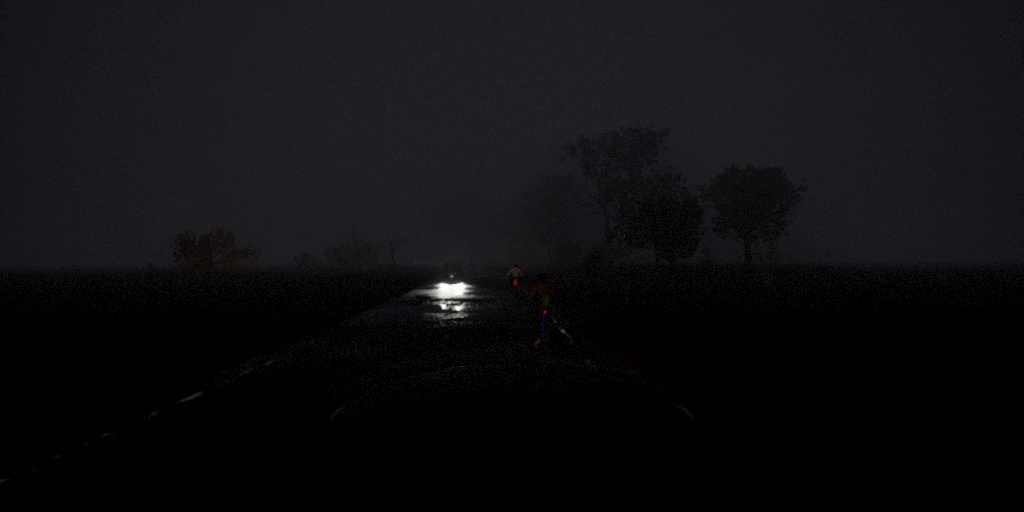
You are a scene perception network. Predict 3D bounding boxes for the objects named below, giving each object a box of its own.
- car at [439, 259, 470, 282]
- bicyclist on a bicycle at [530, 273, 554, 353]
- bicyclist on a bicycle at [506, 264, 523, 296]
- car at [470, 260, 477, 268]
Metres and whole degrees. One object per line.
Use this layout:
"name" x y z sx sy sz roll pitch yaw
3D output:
"car" -4.710 1.247 28.854 2.128 1.511 4.902 0 0 -6
"bicyclist on a bicycle" 0.681 1.203 7.872 0.582 1.620 1.656 0 0 -2
"bicyclist on a bicycle" 0.155 1.188 18.199 0.866 1.612 1.509 0 0 -3
"car" -7.253 1.323 62.214 2.033 1.411 5.357 0 0 -13
